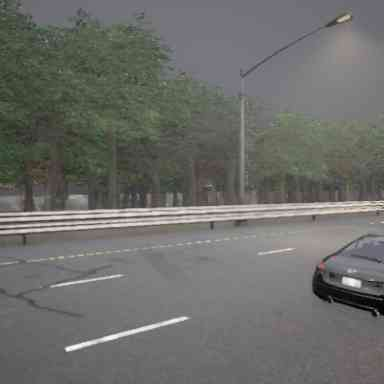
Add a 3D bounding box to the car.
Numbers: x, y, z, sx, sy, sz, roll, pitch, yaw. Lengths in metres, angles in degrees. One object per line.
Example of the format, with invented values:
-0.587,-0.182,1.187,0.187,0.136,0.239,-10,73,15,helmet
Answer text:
4.455,1.566,7.054,4.181,1.385,1.994,0,0,-36,car
